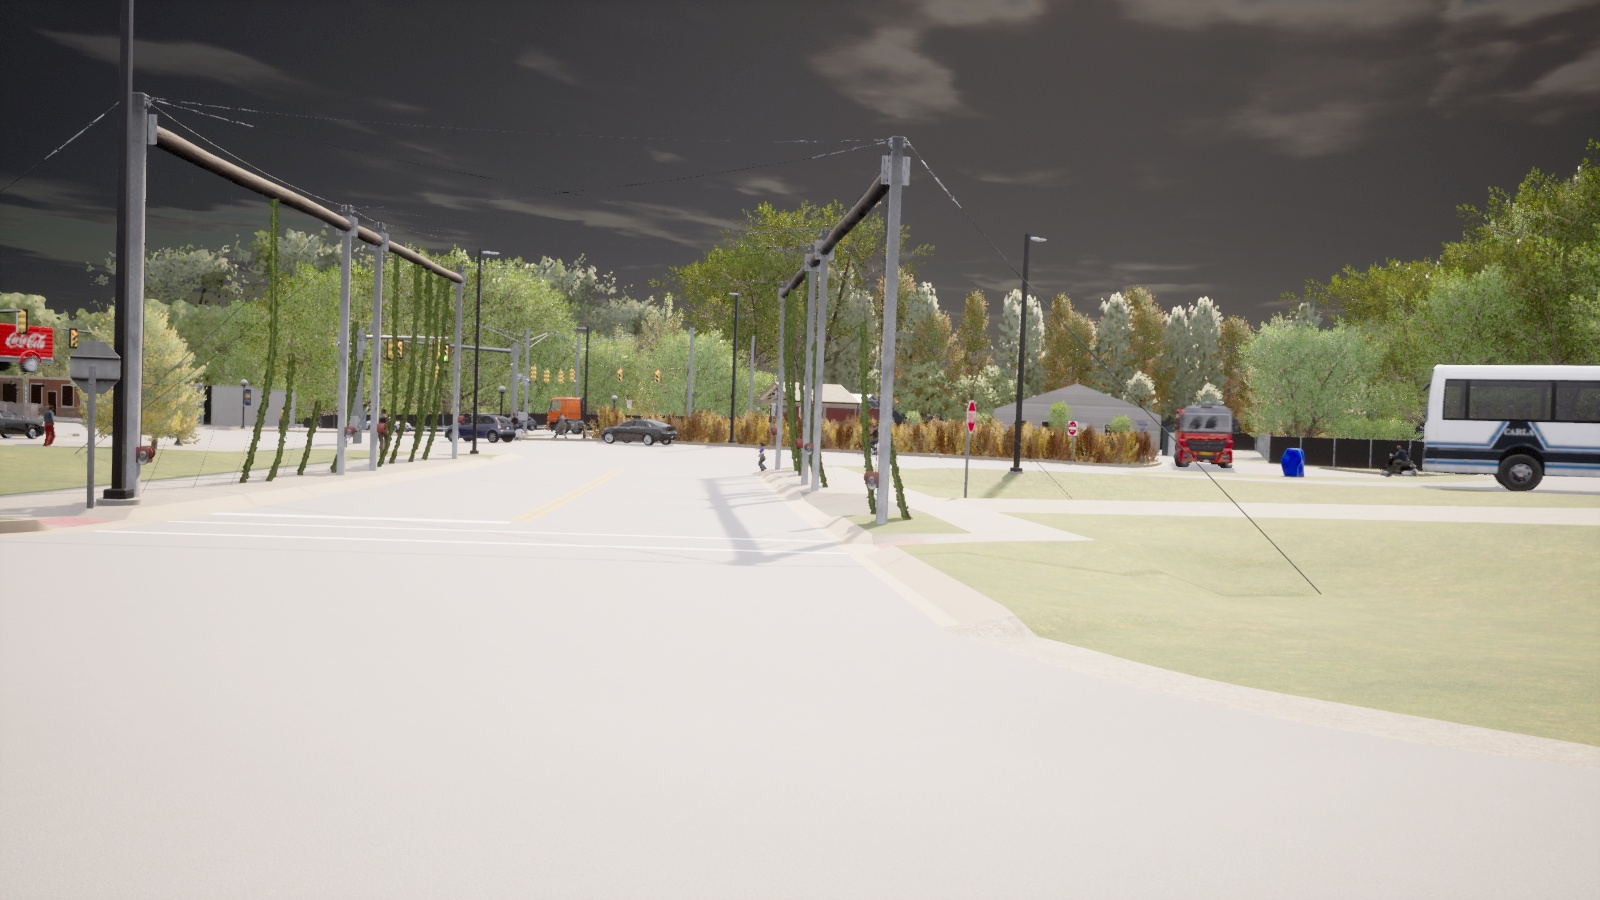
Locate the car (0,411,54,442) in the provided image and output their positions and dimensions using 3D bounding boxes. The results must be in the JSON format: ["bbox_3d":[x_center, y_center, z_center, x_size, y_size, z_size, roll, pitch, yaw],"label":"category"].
[{"bbox_3d":[-39.777,-1.178,61.961,2.128,1.511,4.902,2,1,16],"label":"car"}]

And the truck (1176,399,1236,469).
[{"bbox_3d":[23.783,-1.049,73.950,2.891,3.827,8.468,1,2,15],"label":"truck"}]

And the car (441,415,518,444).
[{"bbox_3d":[-18.542,-1.214,72.723,3.988,1.617,1.851,1,2,20],"label":"car"}]

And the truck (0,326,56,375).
[{"bbox_3d":[-43.545,-5.457,67.819,2.627,2.467,5.204,5,3,21],"label":"truck"}]

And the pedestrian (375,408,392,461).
[{"bbox_3d":[-15.542,-0.575,46.879,0.396,1.930,0.692,2,2,-6],"label":"pedestrian"}]

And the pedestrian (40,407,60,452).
[{"bbox_3d":[-31.249,-0.858,52.349,0.353,1.847,0.614,3,3,20],"label":"pedestrian"}]

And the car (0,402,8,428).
[{"bbox_3d":[-53.712,-2.292,80.735,5.027,1.651,2.152,2,2,21],"label":"car"}]

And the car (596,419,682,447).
[{"bbox_3d":[-9.364,-1.018,72.965,4.892,1.490,1.837,2,3,31],"label":"car"}]

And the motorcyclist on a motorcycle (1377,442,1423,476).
[{"bbox_3d":[29.626,0.448,62.008,0.866,1.590,1.817,-2,0,-35],"label":"motorcyclist on a motorcycle"}]

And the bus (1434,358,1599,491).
[{"bbox_3d":[26.910,-0.760,41.619,10.273,4.253,3.944,2,0,25],"label":"bus"}]

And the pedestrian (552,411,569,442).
[{"bbox_3d":[-15.638,-1.535,81.985,0.873,1.952,0.659,2,2,2],"label":"pedestrian"}]
